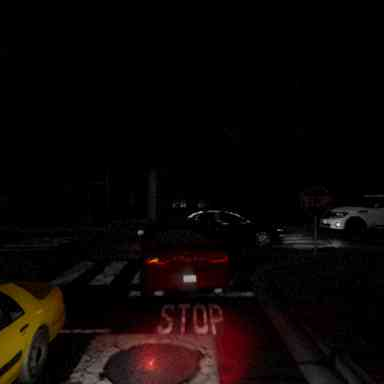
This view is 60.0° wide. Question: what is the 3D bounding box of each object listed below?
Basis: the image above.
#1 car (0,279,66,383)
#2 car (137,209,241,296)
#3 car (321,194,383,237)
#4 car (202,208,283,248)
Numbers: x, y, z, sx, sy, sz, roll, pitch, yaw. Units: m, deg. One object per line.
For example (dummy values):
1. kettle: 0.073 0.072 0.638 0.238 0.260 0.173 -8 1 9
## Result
1. car: -2.622 1.523 2.798 1.752 1.417 4.829 1 0 0
2. car: -0.399 1.450 8.729 1.882 1.535 5.008 0 1 -8
3. car: 9.422 1.113 16.632 5.566 2.045 2.150 0 -1 0
4. car: 1.224 1.439 13.654 4.892 1.490 1.837 -1 -1 0
